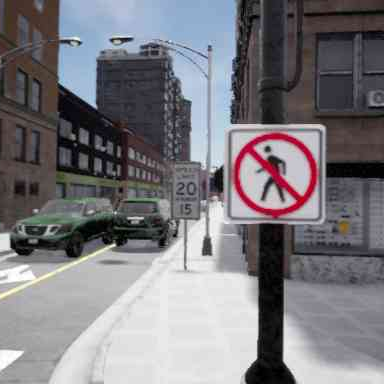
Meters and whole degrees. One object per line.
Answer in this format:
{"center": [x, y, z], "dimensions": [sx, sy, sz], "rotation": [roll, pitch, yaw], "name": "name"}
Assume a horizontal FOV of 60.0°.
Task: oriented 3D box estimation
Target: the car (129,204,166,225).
{"center": [-3.457, 1.730, 26.817], "dimensions": [1.994, 1.385, 4.181], "rotation": [1, 0, 6], "name": "car"}

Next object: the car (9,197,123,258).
{"center": [-4.800, 1.248, 13.379], "dimensions": [2.150, 2.045, 5.566], "rotation": [1, -1, 6], "name": "car"}

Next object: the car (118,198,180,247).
{"center": [-1.955, 1.311, 15.708], "dimensions": [2.150, 2.045, 5.566], "rotation": [1, -1, 6], "name": "car"}

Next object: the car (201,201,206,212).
{"center": [1.138, 1.986, 46.697], "dimensions": [1.994, 1.385, 4.181], "rotation": [1, -1, 6], "name": "car"}
